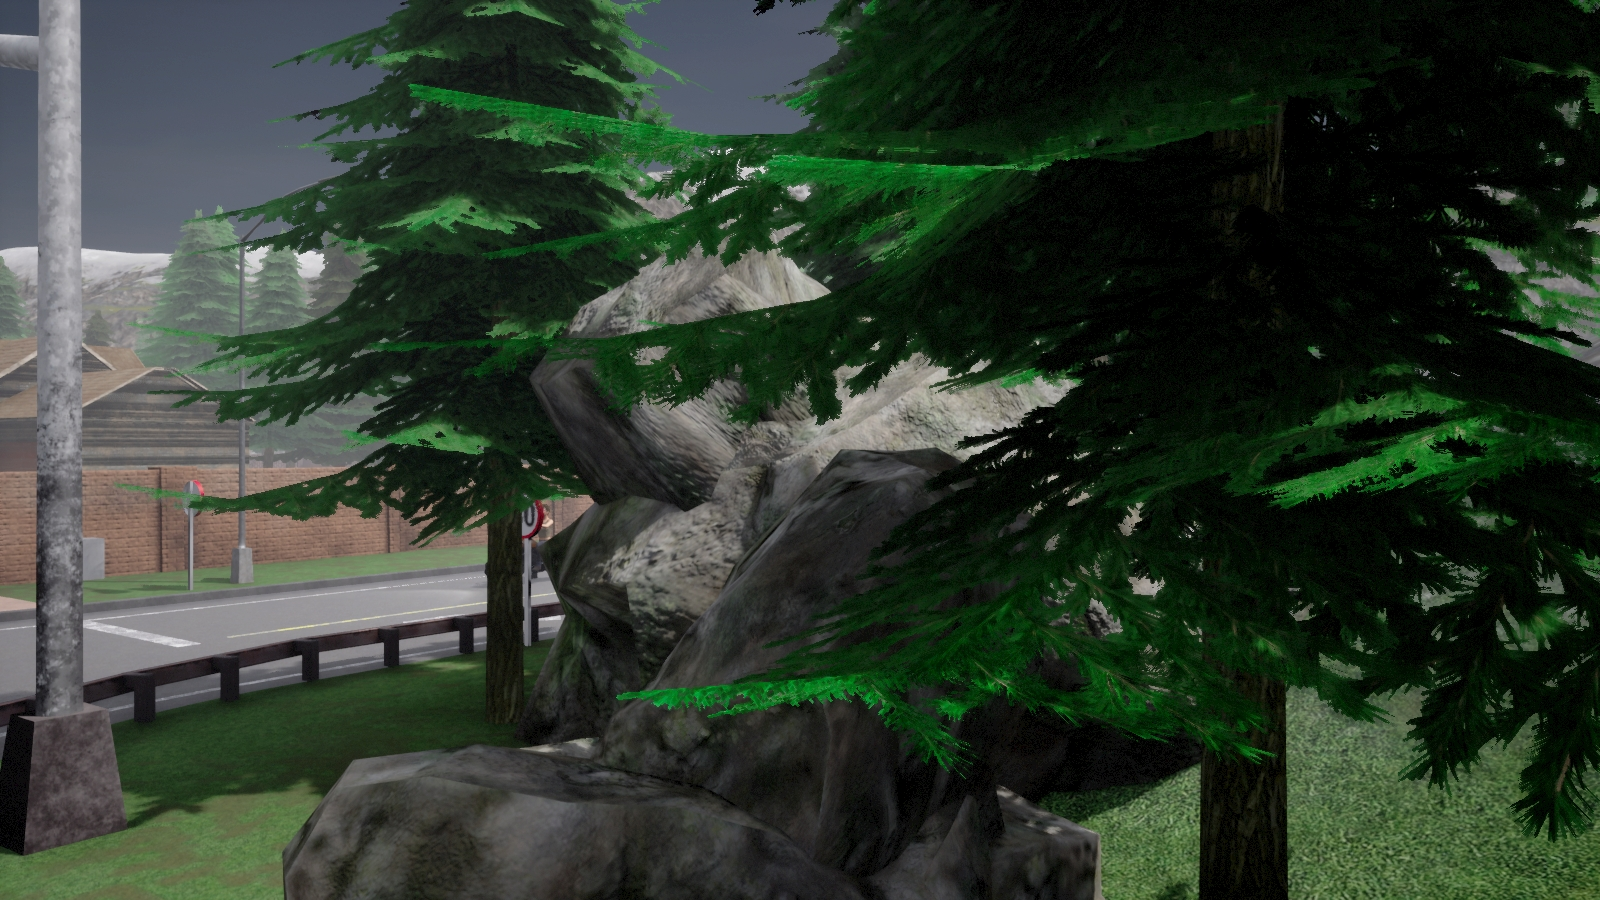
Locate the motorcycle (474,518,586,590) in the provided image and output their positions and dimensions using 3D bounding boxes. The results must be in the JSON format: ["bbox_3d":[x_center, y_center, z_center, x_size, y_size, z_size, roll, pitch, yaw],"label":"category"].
[{"bbox_3d":[-5.636,2.150,24.014,0.764,1.277,2.356,0,0,36],"label":"motorcycle"}]
